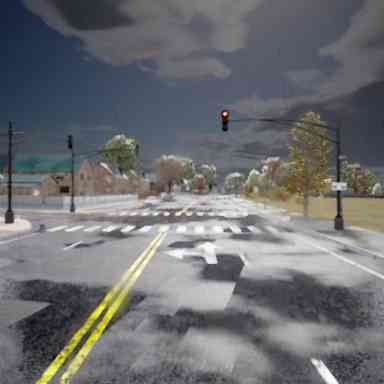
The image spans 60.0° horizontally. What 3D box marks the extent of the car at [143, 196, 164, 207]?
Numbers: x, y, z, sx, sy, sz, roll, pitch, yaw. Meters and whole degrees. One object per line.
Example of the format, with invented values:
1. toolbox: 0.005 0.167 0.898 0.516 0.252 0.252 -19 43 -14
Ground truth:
1. car: -5.414 1.302 44.884 1.812 1.442 4.674 0 1 3

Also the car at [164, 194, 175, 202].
1. car: -4.383 1.189 62.404 1.837 1.490 4.892 0 3 4
